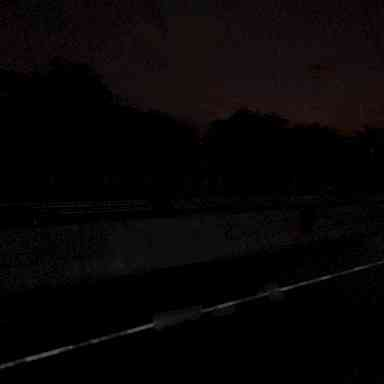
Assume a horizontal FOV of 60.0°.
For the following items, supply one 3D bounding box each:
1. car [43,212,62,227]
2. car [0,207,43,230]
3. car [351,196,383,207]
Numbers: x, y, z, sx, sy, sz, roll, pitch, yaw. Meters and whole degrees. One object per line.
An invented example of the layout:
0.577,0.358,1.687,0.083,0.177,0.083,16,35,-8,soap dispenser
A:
-10.068,1.524,18.307,5.357,1.411,2.033,-1,0,-36,car
-9.135,1.554,14.672,4.181,1.385,1.994,-1,0,-36,car
15.143,1.285,27.700,5.357,1.411,2.033,-1,0,-36,car
